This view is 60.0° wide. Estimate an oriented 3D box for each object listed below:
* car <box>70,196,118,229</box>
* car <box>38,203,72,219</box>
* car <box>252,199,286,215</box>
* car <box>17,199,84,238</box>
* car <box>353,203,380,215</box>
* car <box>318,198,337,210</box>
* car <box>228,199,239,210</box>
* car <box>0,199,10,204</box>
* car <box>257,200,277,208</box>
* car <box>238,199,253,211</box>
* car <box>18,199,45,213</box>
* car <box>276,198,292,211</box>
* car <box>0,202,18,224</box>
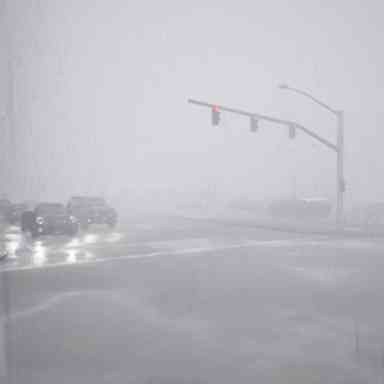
[{"bbox_3d":[-7.112,1.333,23.142,2.150,2.045,5.566,1,-1,-36],"label":"car"},{"bbox_3d":[-12.937,1.713,31.245,1.895,1.301,4.718,1,-1,-36],"label":"car"},{"bbox_3d":[11.034,2.134,47.390,3.806,1.475,1.970,1,-1,-35],"label":"car"},{"bbox_3d":[-7.833,1.394,18.154,2.097,1.767,4.553,1,-1,-36],"label":"car"},{"bbox_3d":[26.691,2.432,51.403,3.806,1.475,1.970,1,-1,-35],"label":"car"},{"bbox_3d":[31.148,2.540,75.282,3.866,1.878,1.905,1,-1,-35],"label":"car"},{"bbox_3d":[7.775,1.892,51.918,4.605,1.855,1.932,1,-1,-35],"label":"car"},{"bbox_3d":[-20.260,1.549,35.461,1.837,1.490,4.892,1,-1,-35],"label":"car"},{"bbox_3d":[15.237,2.402,67.546,3.905,1.438,1.784,1,-1,-35],"label":"car"},{"bbox_3d":[9.363,2.103,49.754,3.905,1.438,1.784,1,-1,-35],"label":"car"},{"bbox_3d":[-19.719,1.660,40.721,2.033,1.411,5.357,1,-1,-35],"label":"car"},{"bbox_3d":[16.861,2.190,65.147,4.605,1.855,1.932,1,-1,-35],"label":"car"},{"bbox_3d":[-13.086,1.643,25.453,1.895,1.301,4.718,1,-1,-36],"label":"car"}]
